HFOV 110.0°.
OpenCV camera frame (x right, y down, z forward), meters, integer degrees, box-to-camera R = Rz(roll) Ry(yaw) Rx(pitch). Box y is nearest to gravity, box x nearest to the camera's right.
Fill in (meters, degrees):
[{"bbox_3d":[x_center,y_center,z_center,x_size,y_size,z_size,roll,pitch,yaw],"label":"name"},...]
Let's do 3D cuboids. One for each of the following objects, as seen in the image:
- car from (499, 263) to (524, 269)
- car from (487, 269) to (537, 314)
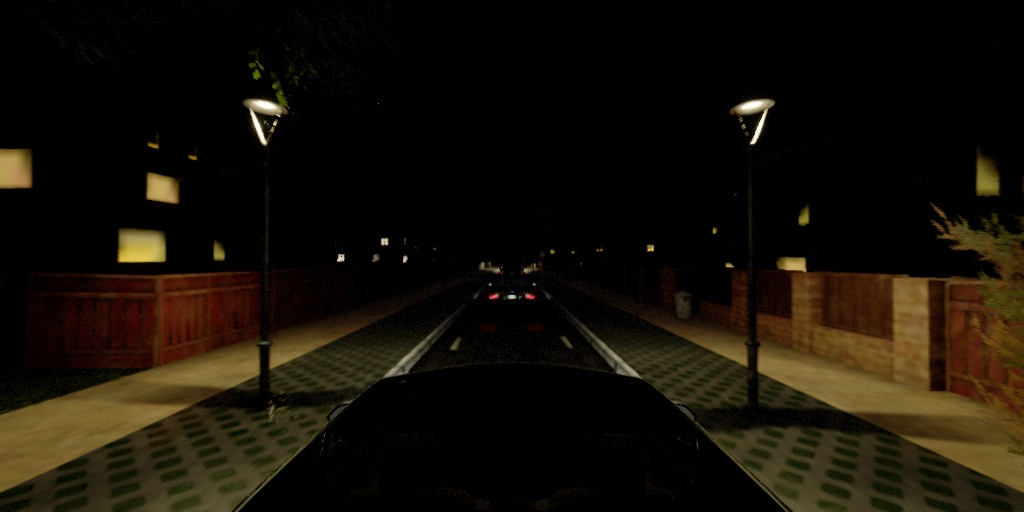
[{"bbox_3d":[-0.053,1.400,30.022,2.097,1.767,4.553,0,-1,-1],"label":"car"},{"bbox_3d":[0.008,1.426,14.362,2.033,1.411,5.357,0,-1,0],"label":"car"}]
